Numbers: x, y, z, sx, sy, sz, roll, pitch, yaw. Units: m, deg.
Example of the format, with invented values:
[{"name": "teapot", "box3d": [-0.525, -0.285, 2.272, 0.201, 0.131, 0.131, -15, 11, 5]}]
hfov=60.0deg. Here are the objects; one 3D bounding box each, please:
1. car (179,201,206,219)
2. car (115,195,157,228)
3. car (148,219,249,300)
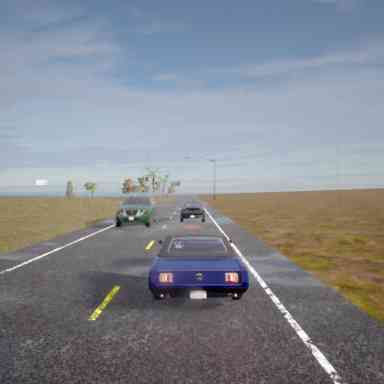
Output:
[{"name": "car", "box3d": [0.052, 1.510, 26.290, 1.837, 1.490, 4.892, 0, 0, 0]}, {"name": "car", "box3d": [-3.641, 1.226, 22.673, 2.150, 2.045, 5.566, 0, 0, 0]}, {"name": "car", "box3d": [0.088, 1.603, 8.345, 1.895, 1.301, 4.718, 0, 0, -1]}]
